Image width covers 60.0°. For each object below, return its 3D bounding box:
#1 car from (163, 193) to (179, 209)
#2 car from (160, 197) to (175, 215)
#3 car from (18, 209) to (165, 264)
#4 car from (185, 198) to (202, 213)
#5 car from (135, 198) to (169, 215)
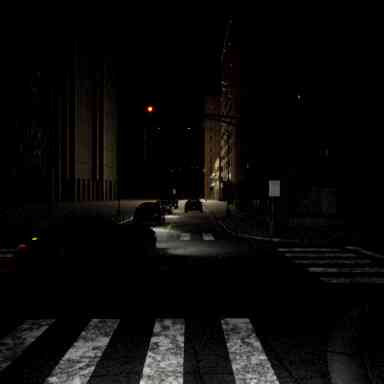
[{"bbox_3d":[-2.999,1.222,45.111,2.150,2.045,5.566,0,0,1],"label":"car"},{"bbox_3d":[-3.034,1.527,34.401,1.812,1.442,4.674,0,0,0],"label":"car"},{"bbox_3d":[-3.530,1.528,11.789,4.674,1.442,1.812,0,0,-33],"label":"car"},{"bbox_3d":[0.172,1.479,37.830,1.882,1.535,5.008,0,0,0],"label":"car"},{"bbox_3d":[-3.052,1.479,24.437,1.882,1.535,5.008,0,0,0],"label":"car"}]
